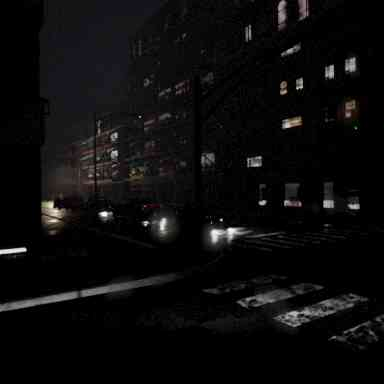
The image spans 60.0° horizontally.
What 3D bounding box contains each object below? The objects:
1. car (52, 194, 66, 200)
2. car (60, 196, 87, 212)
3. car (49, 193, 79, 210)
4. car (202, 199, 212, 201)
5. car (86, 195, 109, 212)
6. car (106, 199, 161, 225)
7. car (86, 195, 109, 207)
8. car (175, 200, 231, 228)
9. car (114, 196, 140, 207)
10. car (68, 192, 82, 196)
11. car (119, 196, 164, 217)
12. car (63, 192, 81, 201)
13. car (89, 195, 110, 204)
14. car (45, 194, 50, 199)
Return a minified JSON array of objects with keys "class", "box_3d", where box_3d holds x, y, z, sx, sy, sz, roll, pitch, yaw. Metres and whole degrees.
[{"class":"car","box_3d":[-31.460,1.114,78.610,2.008,1.369,4.403,-1,1,-35]},{"class":"car","box_3d":[-12.579,1.443,36.414,2.008,1.369,4.403,-1,1,-35]},{"class":"car","box_3d":[-15.803,1.307,41.093,1.967,1.590,4.097,-1,1,-35]},{"class":"car","box_3d":[0.849,1.350,31.868,1.887,1.381,4.507,-1,1,-35]},{"class":"car","box_3d":[-9.846,1.419,37.017,1.994,1.385,4.181,-1,1,-35]},{"class":"car","box_3d":[-4.344,1.504,24.224,1.887,1.381,4.507,-1,1,-35]},{"class":"car","box_3d":[-13.795,1.258,48.293,1.837,1.490,4.892,-1,1,-34]},{"class":"car","box_3d":[0.648,1.501,21.767,1.994,1.385,4.181,-1,1,-34]},{"class":"car","box_3d":[-8.999,1.256,45.987,1.752,1.417,4.829,-1,1,-35]},{"class":"car","box_3d":[-19.750,1.201,56.854,2.128,1.511,4.902,-1,1,-35]},{"class":"car","box_3d":[-4.248,1.251,28.872,2.097,1.767,4.553,-1,1,-35]},{"class":"car","box_3d":[-25.017,0.925,69.247,2.192,1.841,5.009,-1,1,-35]},{"class":"car","box_3d":[-15.444,1.207,55.348,1.752,1.417,4.829,-1,1,-35]},{"class":"car","box_3d":[-34.779,1.065,83.430,1.752,1.417,4.829,-1,1,-35]}]
